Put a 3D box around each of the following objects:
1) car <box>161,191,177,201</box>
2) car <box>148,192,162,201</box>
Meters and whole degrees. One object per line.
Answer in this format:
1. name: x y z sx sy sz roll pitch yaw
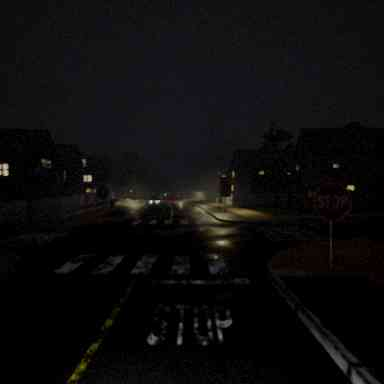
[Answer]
1. car: -3.874 0.993 59.751 1.895 1.301 4.718 0 0 -10
2. car: -7.336 0.942 63.364 1.994 1.385 4.181 0 0 -10
